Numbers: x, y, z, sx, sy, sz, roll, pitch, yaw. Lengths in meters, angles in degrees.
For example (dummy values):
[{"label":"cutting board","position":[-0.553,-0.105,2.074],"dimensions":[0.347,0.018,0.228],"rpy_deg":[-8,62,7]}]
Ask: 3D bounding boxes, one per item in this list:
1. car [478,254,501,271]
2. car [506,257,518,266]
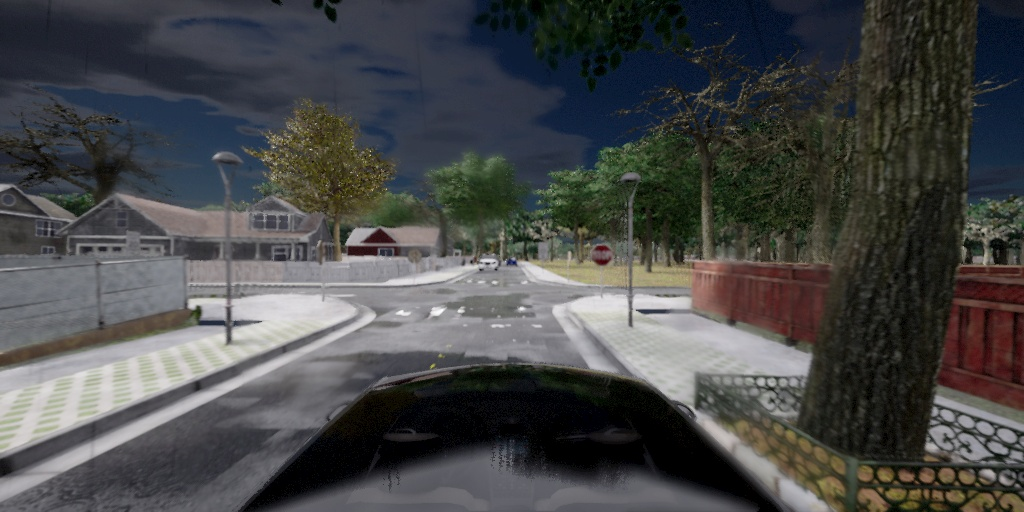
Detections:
[{"label":"car","position":[-2.853,0.774,44.025],"dimensions":[2.150,2.045,5.566],"rpy_deg":[0,0,0]},{"label":"car","position":[-0.034,1.001,62.820],"dimensions":[1.882,1.535,5.008],"rpy_deg":[0,0,0]}]
